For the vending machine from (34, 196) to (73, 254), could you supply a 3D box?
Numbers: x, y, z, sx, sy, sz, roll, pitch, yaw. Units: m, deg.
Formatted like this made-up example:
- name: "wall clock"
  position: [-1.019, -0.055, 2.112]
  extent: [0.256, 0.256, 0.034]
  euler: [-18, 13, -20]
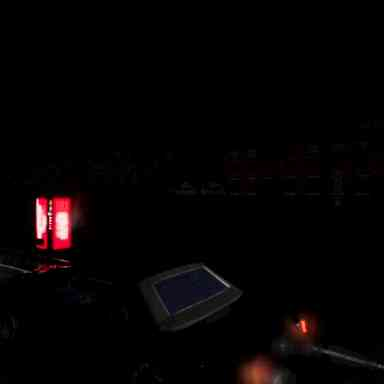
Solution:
- name: "vending machine"
  position: [-5.269, 1.195, 12.683]
  extent: [0.880, 2.100, 1.100]
  euler: [0, 0, 36]

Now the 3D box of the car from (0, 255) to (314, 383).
- name: "car"
  position: [-0.946, 1.601, 4.682]
  extent: [4.718, 1.301, 1.895]
  euler: [0, 0, 36]
